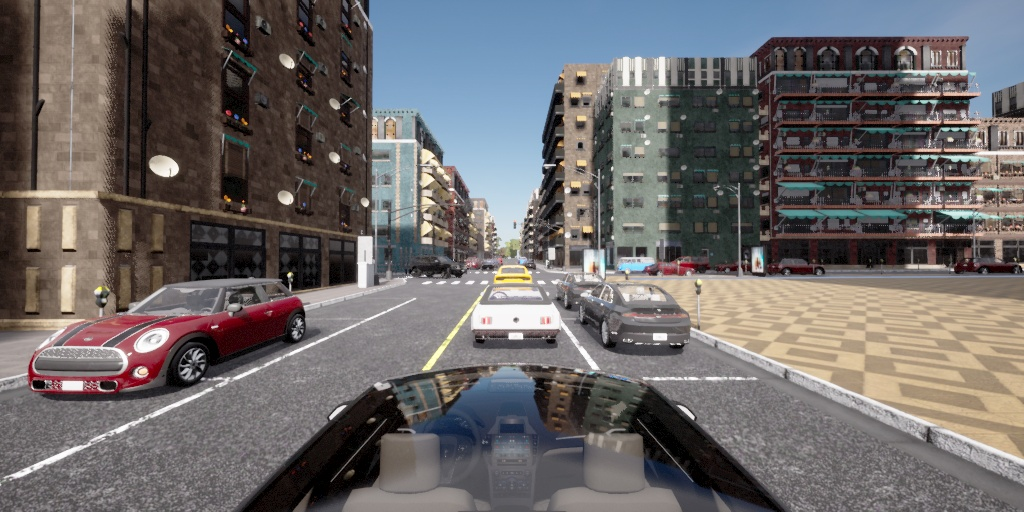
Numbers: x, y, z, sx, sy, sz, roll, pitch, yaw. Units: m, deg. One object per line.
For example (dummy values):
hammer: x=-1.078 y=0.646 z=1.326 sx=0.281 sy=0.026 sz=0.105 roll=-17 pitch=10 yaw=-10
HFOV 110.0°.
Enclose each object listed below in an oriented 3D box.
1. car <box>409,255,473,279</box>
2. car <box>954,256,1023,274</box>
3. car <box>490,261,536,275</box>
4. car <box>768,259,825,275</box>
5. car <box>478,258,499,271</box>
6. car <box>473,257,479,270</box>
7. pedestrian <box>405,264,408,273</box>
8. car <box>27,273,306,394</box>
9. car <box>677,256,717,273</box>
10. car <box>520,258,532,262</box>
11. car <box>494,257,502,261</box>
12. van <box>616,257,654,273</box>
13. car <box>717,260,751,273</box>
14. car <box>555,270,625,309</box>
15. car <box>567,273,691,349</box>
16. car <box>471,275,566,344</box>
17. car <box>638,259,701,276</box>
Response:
car: x=-6.616 y=0.969 z=31.855 sx=5.566 sy=2.045 sz=2.150 roll=-1 pitch=-2 yaw=28
car: x=41.276 y=0.811 z=31.086 sx=4.097 sy=1.591 sz=1.967 roll=0 pitch=0 yaw=0
car: x=0.052 y=1.233 z=19.033 sx=1.882 sy=1.535 sz=5.008 roll=0 pitch=0 yaw=0
car: x=24.695 y=0.935 z=31.166 sx=4.097 sy=1.591 sz=1.967 roll=0 pitch=0 yaw=0
car: x=-3.230 y=1.367 z=50.450 sx=1.895 sy=1.301 sz=4.718 roll=0 pitch=0 yaw=1
car: x=-5.808 y=1.082 z=52.780 sx=2.192 sy=1.841 sz=5.009 roll=0 pitch=0 yaw=0
pedestrian: x=-12.624 y=1.096 z=42.689 sx=0.375 sy=1.860 sz=0.375 roll=0 pitch=0 yaw=0
car: x=-5.831 y=1.191 z=6.741 sx=1.967 sy=1.591 sz=4.097 roll=0 pitch=0 yaw=0
car: x=19.210 y=0.976 z=39.573 sx=5.009 sy=1.841 sz=2.192 roll=0 pitch=0 yaw=0
car: x=2.572 y=1.333 z=52.760 sx=1.948 sy=1.339 sz=4.313 roll=0 pitch=0 yaw=0
car: x=-3.220 y=1.317 z=60.143 sx=2.033 sy=1.411 sz=5.357 roll=0 pitch=0 yaw=0
van: x=13.682 y=1.045 z=39.599 sx=3.998 sy=1.789 sz=1.690 roll=0 pitch=0 yaw=0
car: x=24.738 y=1.164 z=39.546 sx=4.507 sy=1.381 sz=1.888 roll=0 pitch=0 yaw=0
car: x=2.791 y=1.304 z=14.567 sx=2.007 sy=1.370 sz=4.403 roll=0 pitch=0 yaw=0
car: x=2.804 y=1.302 z=8.997 sx=2.007 sy=1.370 sz=4.403 roll=0 pitch=0 yaw=0
car: x=0.080 y=1.353 z=9.580 sx=1.895 sy=1.301 sz=4.718 roll=0 pitch=0 yaw=0
car: x=13.639 y=1.162 z=31.219 sx=4.207 sy=1.307 sz=1.802 roll=0 pitch=0 yaw=0
